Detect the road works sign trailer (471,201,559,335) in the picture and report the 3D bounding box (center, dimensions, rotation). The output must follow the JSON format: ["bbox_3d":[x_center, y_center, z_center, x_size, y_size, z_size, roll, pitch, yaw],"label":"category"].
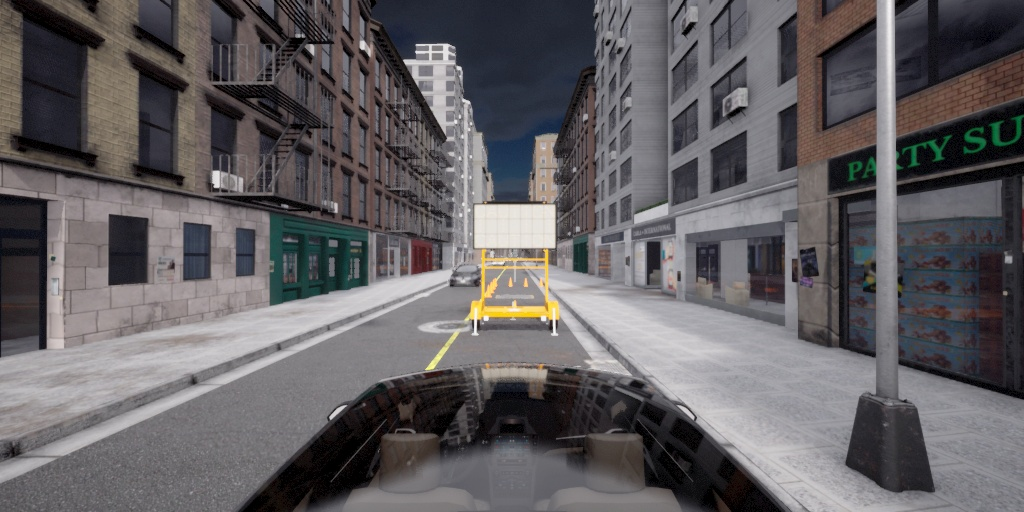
[{"bbox_3d":[0.085,0.214,10.442,2.380,3.560,2.880,0,0,1],"label":"road works sign trailer"}]

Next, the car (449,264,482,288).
[{"bbox_3d":[-2.916,1.272,23.789,1.812,1.442,4.674,0,0,0],"label":"car"}]
